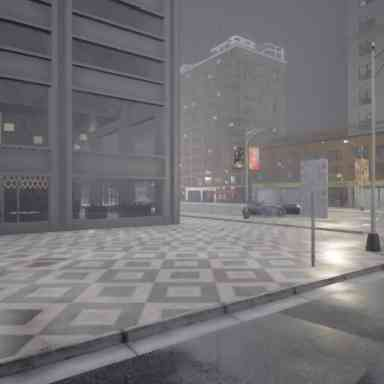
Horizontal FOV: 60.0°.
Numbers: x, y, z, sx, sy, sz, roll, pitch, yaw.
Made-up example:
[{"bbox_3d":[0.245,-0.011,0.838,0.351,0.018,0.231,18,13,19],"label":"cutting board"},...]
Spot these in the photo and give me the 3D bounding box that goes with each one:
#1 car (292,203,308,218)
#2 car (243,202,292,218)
[{"bbox_3d":[10.136,1.671,31.685,1.895,1.301,4.718,0,0,-36],"label":"car"},{"bbox_3d":[6.673,1.640,30.932,1.994,1.385,4.181,0,0,-36],"label":"car"}]
